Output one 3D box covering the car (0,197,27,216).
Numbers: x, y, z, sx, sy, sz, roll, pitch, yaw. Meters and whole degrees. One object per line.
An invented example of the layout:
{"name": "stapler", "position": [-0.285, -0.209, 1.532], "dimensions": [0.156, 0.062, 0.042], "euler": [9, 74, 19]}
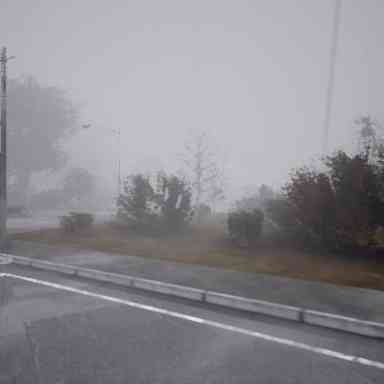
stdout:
{"name": "car", "position": [-16.752, 1.239, 28.884], "dimensions": [2.097, 1.767, 4.553], "euler": [1, -1, 20]}
